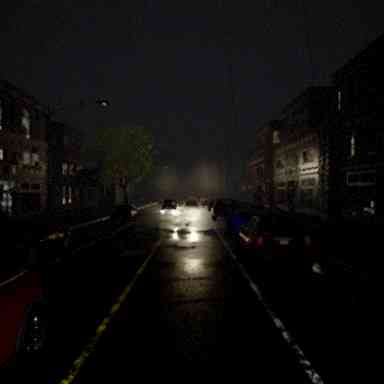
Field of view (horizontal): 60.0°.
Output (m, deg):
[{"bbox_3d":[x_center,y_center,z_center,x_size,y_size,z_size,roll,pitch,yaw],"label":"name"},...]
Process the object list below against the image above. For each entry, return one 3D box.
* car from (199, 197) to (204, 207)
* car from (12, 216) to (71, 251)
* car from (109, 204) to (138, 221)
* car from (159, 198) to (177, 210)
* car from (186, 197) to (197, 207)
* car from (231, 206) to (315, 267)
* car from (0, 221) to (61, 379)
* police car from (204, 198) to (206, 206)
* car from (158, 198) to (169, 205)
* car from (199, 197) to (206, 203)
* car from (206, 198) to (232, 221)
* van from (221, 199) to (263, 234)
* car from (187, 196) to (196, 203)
[{"bbox_3d":[2.648,1.787,55.939,1.887,1.381,4.507,-1,0,0],"label":"car"},{"bbox_3d":[-5.700,1.596,11.581,1.887,1.381,4.507,-1,0,0],"label":"car"},{"bbox_3d":[-5.712,1.689,28.213,1.947,1.339,4.313,-1,0,0],"label":"car"},{"bbox_3d":[-3.115,1.702,45.344,1.837,1.490,4.892,0,0,0],"label":"car"},{"bbox_3d":[-0.039,1.724,56.914,1.882,1.535,5.008,0,0,0],"label":"car"},{"bbox_3d":[2.679,1.491,11.588,1.967,1.590,4.097,-1,0,0],"label":"car"},{"bbox_3d":[-3.101,1.365,2.855,2.097,1.767,4.553,0,0,0],"label":"car"},{"bbox_3d":[2.970,1.612,42.910,1.930,1.638,5.238,0,0,0],"label":"police car"},{"bbox_3d":[-5.740,1.871,67.021,1.802,1.307,4.206,0,0,0],"label":"car"},{"bbox_3d":[2.628,1.886,83.829,1.752,1.417,4.829,-1,0,0],"label":"car"},{"bbox_3d":[2.666,1.438,28.220,2.192,1.841,5.009,-1,0,0],"label":"car"},{"bbox_3d":[2.675,1.416,17.132,1.690,1.788,3.998,-1,0,0],"label":"van"},{"bbox_3d":[-0.052,1.685,73.678,1.994,1.385,4.181,0,0,0],"label":"car"}]
